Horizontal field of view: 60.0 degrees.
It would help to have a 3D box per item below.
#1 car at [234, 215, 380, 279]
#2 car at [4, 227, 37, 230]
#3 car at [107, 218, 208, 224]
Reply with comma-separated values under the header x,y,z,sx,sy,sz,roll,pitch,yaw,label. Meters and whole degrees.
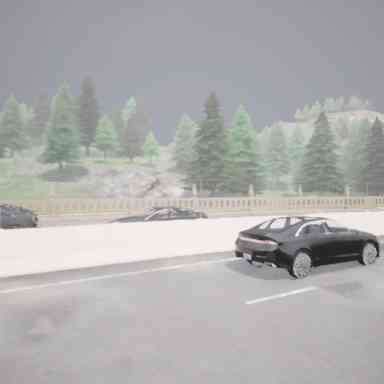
x,y,z,sx,sy,sz,roll,pitch,yaw,label
3.523,1.455,9.845,4.902,1.511,2.128,0,0,-30,car
-9.361,1.417,14.316,4.902,1.511,2.128,0,0,-34,car
-1.483,1.426,15.239,4.902,1.511,2.128,0,0,-31,car
